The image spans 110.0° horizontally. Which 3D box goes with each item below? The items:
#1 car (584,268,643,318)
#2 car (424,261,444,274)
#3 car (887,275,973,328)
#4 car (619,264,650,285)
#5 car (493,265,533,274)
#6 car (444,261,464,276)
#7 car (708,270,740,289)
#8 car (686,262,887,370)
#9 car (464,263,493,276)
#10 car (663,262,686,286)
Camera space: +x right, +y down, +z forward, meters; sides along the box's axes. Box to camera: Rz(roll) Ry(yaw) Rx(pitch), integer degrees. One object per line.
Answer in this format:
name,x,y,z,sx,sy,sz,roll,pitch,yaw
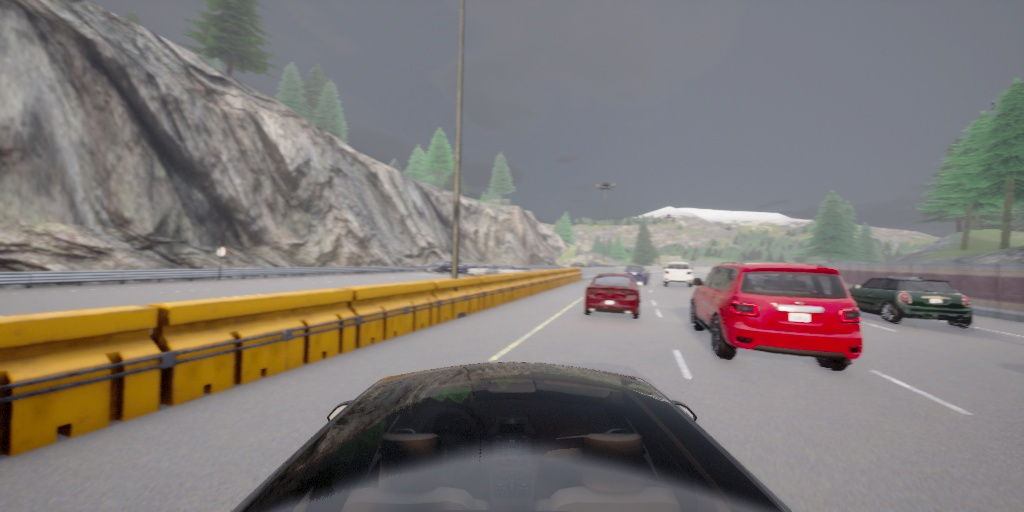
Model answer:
car,4.053,1.422,14.207,1.882,1.535,5.008,1,0,19
car,-8.072,1.310,41.168,1.812,1.442,4.674,1,0,25
car,15.182,1.604,14.242,2.097,1.767,4.553,1,-1,19
car,11.498,1.626,33.055,2.097,1.767,4.553,1,0,25
car,0.333,1.574,34.393,1.895,1.301,4.718,1,0,24
car,-5.063,1.457,39.428,1.895,1.301,4.718,1,0,25
car,18.463,2.020,31.427,1.994,1.385,4.181,1,0,25
car,5.869,1.183,8.744,2.150,2.045,5.566,1,0,19
car,-2.591,1.506,36.432,1.895,1.301,4.718,1,0,24
car,14.515,1.568,31.335,2.150,2.045,5.566,1,0,25
